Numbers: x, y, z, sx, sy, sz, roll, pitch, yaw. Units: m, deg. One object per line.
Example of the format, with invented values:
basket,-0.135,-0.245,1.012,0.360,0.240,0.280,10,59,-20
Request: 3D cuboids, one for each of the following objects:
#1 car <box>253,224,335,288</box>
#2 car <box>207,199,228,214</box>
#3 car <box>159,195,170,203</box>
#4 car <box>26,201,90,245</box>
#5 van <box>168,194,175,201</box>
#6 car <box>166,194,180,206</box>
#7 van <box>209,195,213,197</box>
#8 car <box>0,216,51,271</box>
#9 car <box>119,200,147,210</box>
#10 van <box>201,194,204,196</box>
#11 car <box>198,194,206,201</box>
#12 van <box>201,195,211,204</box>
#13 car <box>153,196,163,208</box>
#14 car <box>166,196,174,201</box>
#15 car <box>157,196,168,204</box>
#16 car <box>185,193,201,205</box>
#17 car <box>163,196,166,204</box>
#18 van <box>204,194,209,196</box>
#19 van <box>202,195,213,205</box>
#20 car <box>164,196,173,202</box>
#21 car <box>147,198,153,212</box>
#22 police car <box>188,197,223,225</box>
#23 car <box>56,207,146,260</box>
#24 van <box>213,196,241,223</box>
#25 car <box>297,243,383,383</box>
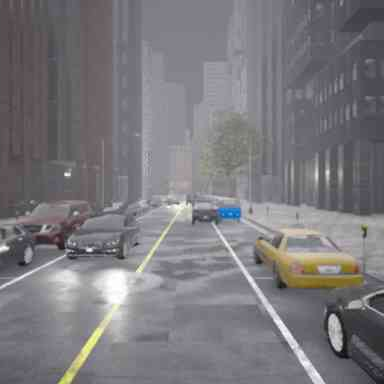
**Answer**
car,2.762,1.530,9.019,1.752,1.417,4.829,0,0,0
car,2.760,1.570,36.941,1.887,1.381,4.507,0,0,0
car,-5.766,1.504,70.645,1.967,1.590,4.097,0,0,0
car,-5.763,1.321,14.457,2.192,1.841,5.009,0,0,0
van,-5.767,1.438,93.121,1.690,1.788,3.998,0,0,0
car,-3.047,1.571,56.136,1.812,1.442,4.674,0,0,0
van,2.760,1.361,31.323,1.690,1.788,3.998,0,0,0
car,-5.763,1.554,8.838,2.008,1.369,4.403,0,0,0
car,-5.764,1.585,31.313,1.947,1.339,4.313,0,0,0
van,2.760,1.385,53.796,1.690,1.788,3.998,0,0,0
car,2.758,1.413,93.125,2.192,1.841,5.009,0,0,0
van,2.759,1.398,65.033,1.690,1.788,3.998,0,0,0
car,-5.765,1.602,48.170,1.947,1.339,4.313,0,0,0
car,-5.767,1.639,87.501,2.008,1.369,4.403,0,0,0
car,-5.766,1.581,64.856,1.752,1.417,4.829,0,0,0
car,-0.002,1.271,59.469,2.150,2.045,5.566,0,0,0
car,-5.765,1.608,53.788,1.947,1.339,4.313,0,0,0
van,2.760,1.372,42.559,1.690,1.788,3.998,0,0,0
van,2.759,1.391,59.415,1.690,1.788,3.998,0,0,0
car,-5.767,1.631,81.882,2.008,1.369,4.403,0,0,0
car,-5.765,1.550,36.762,1.752,1.417,4.829,0,0,0
police car,0.899,1.439,24.250,1.930,1.638,5.238,0,0,0
car,-3.101,1.510,12.492,1.837,1.490,4.892,0,0,0
van,2.761,1.356,25.704,1.690,1.788,3.998,0,0,0
car,2.763,1.552,3.225,2.008,1.369,4.403,0,0,0
